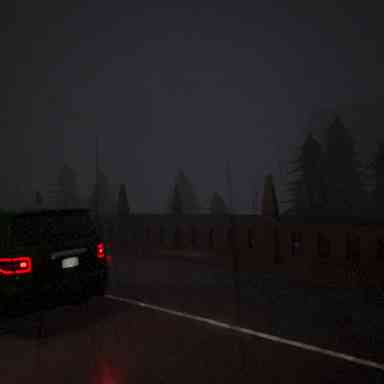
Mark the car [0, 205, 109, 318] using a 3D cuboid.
[{"bbox_3d":[-4.156,1.305,6.956,5.566,2.045,2.150,-2,-1,35],"label":"car"}]
